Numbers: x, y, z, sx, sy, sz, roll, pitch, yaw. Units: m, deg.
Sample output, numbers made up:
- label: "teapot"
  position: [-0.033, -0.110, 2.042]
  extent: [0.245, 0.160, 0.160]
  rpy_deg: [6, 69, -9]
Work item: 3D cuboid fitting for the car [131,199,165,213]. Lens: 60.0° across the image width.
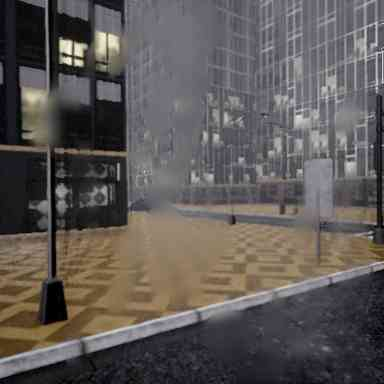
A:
- label: "car"
  position: [-5.142, 1.570, 38.139]
  extent: [2.033, 1.411, 5.357]
  rpy_deg: [-1, 1, -35]
